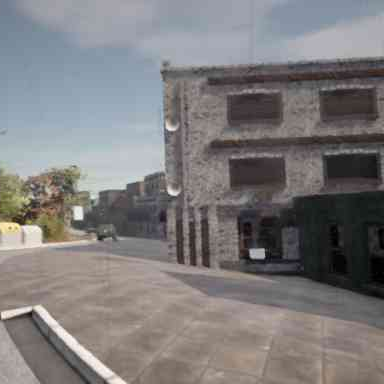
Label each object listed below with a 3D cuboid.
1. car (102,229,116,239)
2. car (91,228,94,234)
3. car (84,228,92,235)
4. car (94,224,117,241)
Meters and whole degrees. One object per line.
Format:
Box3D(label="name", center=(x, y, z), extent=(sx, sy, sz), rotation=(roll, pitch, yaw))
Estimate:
Box3D(label="car", center=(-14.292, 7.182, 56.961), extent=(1.837, 1.490, 4.892), rotation=(-1, -6, -18))
Box3D(label="car", center=(-18.122, 8.206, 66.501), extent=(1.812, 1.442, 4.674), rotation=(-1, -5, -29))
Box3D(label="car", center=(-22.930, 8.817, 75.054), extent=(1.837, 1.490, 4.892), rotation=(0, -3, -31))
Box3D(label="car", center=(-11.260, 5.346, 44.070), extent=(2.150, 2.045, 5.566), rotation=(-1, -8, -10))
